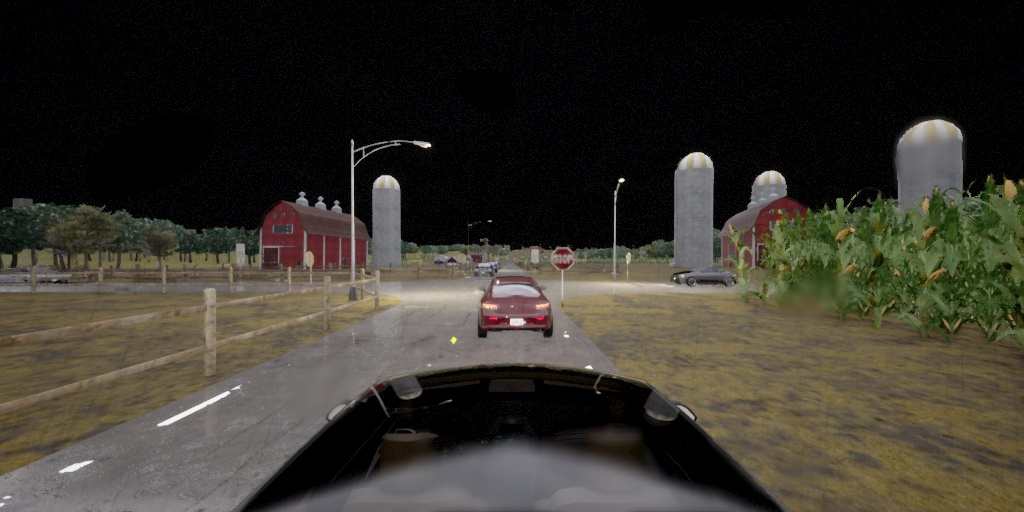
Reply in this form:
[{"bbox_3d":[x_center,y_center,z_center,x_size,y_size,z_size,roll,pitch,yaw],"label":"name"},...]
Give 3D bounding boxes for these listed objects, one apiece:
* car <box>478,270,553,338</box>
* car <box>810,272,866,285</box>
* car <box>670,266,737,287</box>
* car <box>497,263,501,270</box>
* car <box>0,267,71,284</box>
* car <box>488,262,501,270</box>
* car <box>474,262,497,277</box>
[{"bbox_3d":[0.037,1.283,10.146,1.812,1.442,4.674,0,0,-2],"label":"car"},{"bbox_3d":[24.454,1.534,25.658,5.357,1.411,2.033,1,1,1],"label":"car"},{"bbox_3d":[13.654,1.443,25.677,4.181,1.385,1.994,0,1,0],"label":"car"},{"bbox_3d":[-2.921,1.494,49.439,1.812,1.442,4.674,0,-1,0],"label":"car"},{"bbox_3d":[-35.119,1.458,25.793,4.718,1.301,1.895,0,1,0],"label":"car"},{"bbox_3d":[-2.910,1.627,59.823,1.994,1.385,4.181,0,-1,0],"label":"car"},{"bbox_3d":[-2.904,1.420,37.959,1.812,1.442,4.674,0,-1,0],"label":"car"}]
